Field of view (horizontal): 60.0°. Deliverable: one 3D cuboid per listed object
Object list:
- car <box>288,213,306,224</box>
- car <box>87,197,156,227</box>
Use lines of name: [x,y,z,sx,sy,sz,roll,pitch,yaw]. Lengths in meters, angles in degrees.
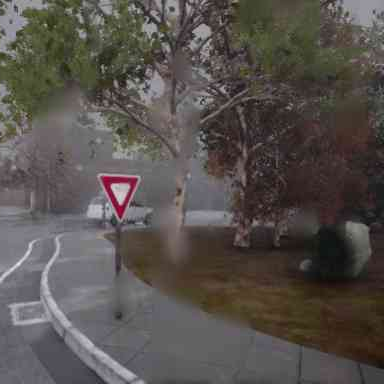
car: [14.583,3.786,47.831,4.892,1.490,1.837,4,-3,-41]
car: [-5.104,1.467,24.787,2.150,2.045,5.566,-1,-4,35]
